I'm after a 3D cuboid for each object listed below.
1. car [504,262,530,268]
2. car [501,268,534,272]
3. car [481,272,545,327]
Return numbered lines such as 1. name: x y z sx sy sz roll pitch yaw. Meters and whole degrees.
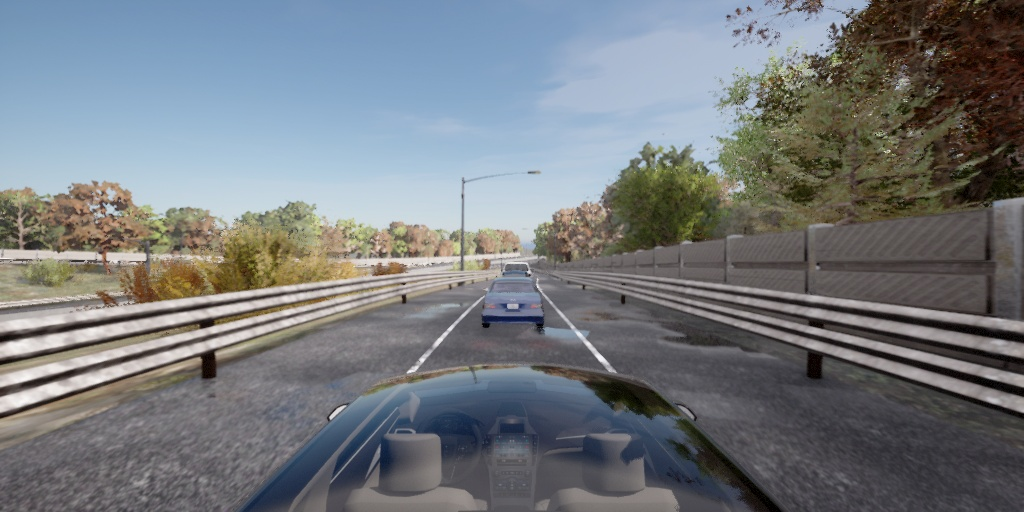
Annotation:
1. car: 0.386 1.485 25.814 2.150 2.045 5.566 0 -2 2
2. car: 0.174 1.521 18.825 1.837 1.490 4.892 0 -2 1
3. car: 0.049 1.388 11.762 2.033 1.411 5.357 0 -1 1
